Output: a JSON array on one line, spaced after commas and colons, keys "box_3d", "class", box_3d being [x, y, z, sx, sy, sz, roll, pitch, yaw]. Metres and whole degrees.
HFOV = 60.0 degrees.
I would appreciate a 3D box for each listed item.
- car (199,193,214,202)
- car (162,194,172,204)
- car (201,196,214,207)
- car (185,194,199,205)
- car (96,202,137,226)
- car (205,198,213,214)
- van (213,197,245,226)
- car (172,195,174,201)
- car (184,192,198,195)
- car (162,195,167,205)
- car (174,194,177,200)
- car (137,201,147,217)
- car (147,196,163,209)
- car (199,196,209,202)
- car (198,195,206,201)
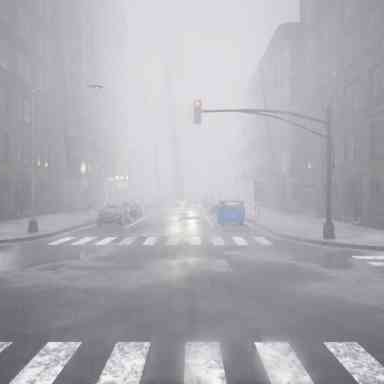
[{"box_3d": [2.619, 1.315, 51.601, 2.192, 1.841, 5.009, 0, 0, 0], "class": "car"}, {"box_3d": [-5.410, 1.559, 62.956, 1.947, 1.339, 4.313, 0, 0, 0], "class": "car"}, {"box_3d": [2.621, 1.585, 45.919, 1.802, 1.307, 4.206, 0, 0, 0], "class": "car"}, {"box_3d": [0.083, 1.522, 57.273, 1.812, 1.442, 4.674, 0, 0, 0], "class": "car"}, {"box_3d": [-5.397, 1.554, 23.183, 2.008, 1.369, 4.403, 0, 0, 0], "class": "car"}, {"box_3d": [2.625, 1.586, 34.556, 1.802, 1.307, 4.206, 0, 0, 0], "class": "car"}, {"box_3d": [2.628, 1.344, 23.194, 1.690, 1.788, 3.998, 0, 0, 0], "class": "van"}, {"box_3d": [-5.412, 1.305, 68.637, 2.192, 1.841, 5.009, 0, 0, 0], "class": "car"}, {"box_3d": [0.070, 1.343, 67.103, 2.097, 1.767, 4.553, 0, 0, -2], "class": "car"}, {"box_3d": [-5.406, 1.565, 51.592, 1.947, 1.339, 4.313, 0, 0, 0], "class": "car"}, {"box_3d": [-5.416, 1.424, 80.001, 1.967, 1.590, 4.097, 0, 0, 0], "class": "car"}, {"box_3d": [-5.399, 1.548, 28.864, 1.887, 1.381, 4.507, 0, 0, 0], "class": "car"}, {"box_3d": [-5.404, 1.528, 45.741, 1.752, 1.417, 4.829, 0, 0, 0], "class": "car"}, {"box_3d": [2.611, 1.538, 74.326, 2.008, 1.369, 4.403, 0, 0, 0], "class": "car"}, {"box_3d": [2.607, 1.547, 85.688, 1.947, 1.339, 4.313, 0, 0, 0], "class": "car"}]
